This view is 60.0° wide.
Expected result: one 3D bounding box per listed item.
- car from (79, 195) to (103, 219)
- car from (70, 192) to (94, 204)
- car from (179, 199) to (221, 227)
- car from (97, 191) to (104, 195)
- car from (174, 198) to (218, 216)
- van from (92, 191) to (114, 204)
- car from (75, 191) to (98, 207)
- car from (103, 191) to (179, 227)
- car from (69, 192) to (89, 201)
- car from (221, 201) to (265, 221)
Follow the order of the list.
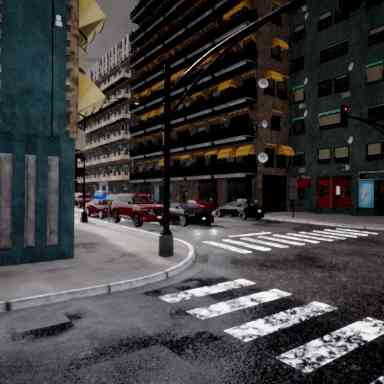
[{"bbox_3d":[-6.524,1.183,24.801,1.887,1.381,4.507,2,0,-36],"label":"car"},{"bbox_3d":[-15.652,0.823,47.192,1.882,1.535,5.008,1,0,-36],"label":"car"},{"bbox_3d":[-0.473,1.321,20.833,1.994,1.385,4.181,1,0,-36],"label":"car"},{"bbox_3d":[-6.054,0.971,28.557,2.097,1.767,4.553,1,0,-36],"label":"car"},{"bbox_3d":[0.287,1.289,29.681,1.802,1.307,4.206,2,0,-36],"label":"car"},{"bbox_3d":[-12.769,0.726,47.735,1.690,1.788,3.998,2,0,-36],"label":"van"},{"bbox_3d":[-12.085,0.948,36.906,1.882,1.535,5.008,1,0,-36],"label":"car"},{"bbox_3d":[-3.252,1.034,20.288,2.192,1.841,5.009,2,0,-36],"label":"car"},{"bbox_3d":[-19.304,0.769,56.760,1.887,1.381,4.507,2,0,-36],"label":"car"},{"bbox_3d":[3.553,1.353,25.168,1.947,1.339,4.313,2,0,-36],"label":"car"}]
